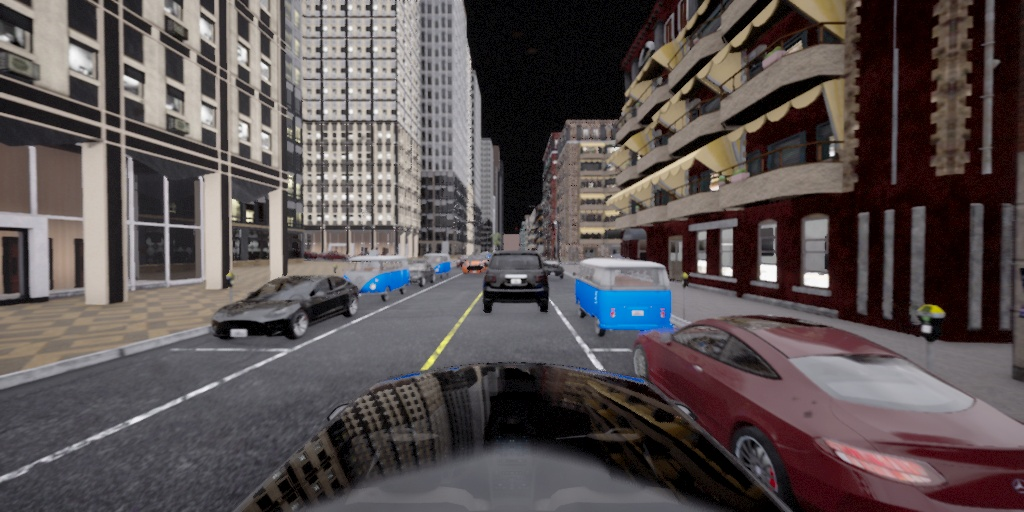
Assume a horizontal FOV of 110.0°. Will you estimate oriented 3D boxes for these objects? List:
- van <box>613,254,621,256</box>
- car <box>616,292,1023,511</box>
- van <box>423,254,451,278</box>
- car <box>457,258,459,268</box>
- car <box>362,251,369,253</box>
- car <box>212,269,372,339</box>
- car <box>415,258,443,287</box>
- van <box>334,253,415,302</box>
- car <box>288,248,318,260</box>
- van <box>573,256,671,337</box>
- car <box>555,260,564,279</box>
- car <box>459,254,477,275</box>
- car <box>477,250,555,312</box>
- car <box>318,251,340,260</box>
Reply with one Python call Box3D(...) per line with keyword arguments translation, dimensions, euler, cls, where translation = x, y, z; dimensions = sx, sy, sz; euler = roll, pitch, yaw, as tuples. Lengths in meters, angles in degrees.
Box3D(translation=(17.116, 0.660, 54.147), dimensions=(3.998, 1.789, 1.690), euler=(0, 0, 0), cls="van")
Box3D(translation=(2.698, 1.297, 3.946), dimensions=(1.802, 1.307, 4.207), euler=(0, 0, 0), cls="car")
Box3D(translation=(-5.594, 0.711, 26.571), dimensions=(1.690, 1.789, 3.998), euler=(0, 0, 0), cls="van")
Box3D(translation=(-5.528, 0.556, 43.514), dimensions=(1.967, 1.591, 4.097), euler=(0, 0, 0), cls="car")
Box3D(translation=(-20.942, 0.023, 54.336), dimensions=(4.097, 1.591, 1.967), euler=(0, 0, 0), cls="car")
Box3D(translation=(-5.660, 1.194, 9.627), dimensions=(1.948, 1.339, 4.313), euler=(0, 0, 0), cls="car")
Box3D(translation=(-5.616, 1.006, 20.923), dimensions=(2.007, 1.370, 4.403), euler=(0, 0, 0), cls="car")
Box3D(translation=(-5.639, 0.882, 15.275), dimensions=(1.690, 1.789, 3.998), euler=(0, 0, 0), cls="van")
Box3D(translation=(-32.091, -0.317, 54.351), dimensions=(5.009, 1.841, 2.192), euler=(0, 0, 0), cls="car")
Box3D(translation=(2.720, 0.969, 9.594), dimensions=(1.690, 1.789, 3.998), euler=(0, 0, 0), cls="van")
Box3D(translation=(2.787, 0.921, 26.537), dimensions=(2.007, 1.370, 4.403), euler=(0, 0, 0), cls="car")
Box3D(translation=(-2.981, 0.657, 30.869), dimensions=(2.097, 1.767, 4.553), euler=(0, 1, 0), cls="car")
Box3D(translation=(0.135, 0.793, 13.423), dimensions=(2.150, 2.045, 5.566), euler=(0, 1, 0), cls="car")
Box3D(translation=(-26.516, 0.058, 54.343), dimensions=(4.207, 1.307, 1.802), euler=(0, 0, 0), cls="car")
